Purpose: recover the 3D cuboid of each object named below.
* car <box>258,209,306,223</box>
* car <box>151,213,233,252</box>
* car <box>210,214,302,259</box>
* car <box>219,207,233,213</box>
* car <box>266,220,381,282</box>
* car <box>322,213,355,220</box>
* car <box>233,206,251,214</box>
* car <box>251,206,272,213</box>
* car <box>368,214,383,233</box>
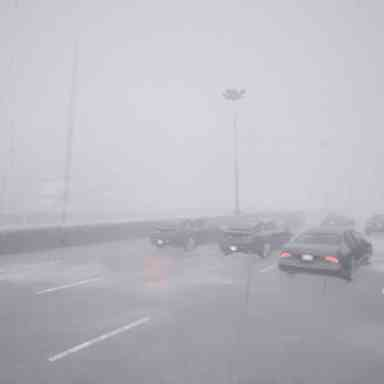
[{"bbox_3d":[7.674,2.373,27.187,2.033,1.411,5.357,-1,-2,36],"label":"car"},{"bbox_3d":[0.046,2.011,16.572,1.837,1.490,4.892,-2,-2,36],"label":"car"},{"bbox_3d":[3.019,1.945,14.708,1.837,1.490,4.892,-2,-2,36],"label":"car"},{"bbox_3d":[7.158,3.503,62.457,2.033,1.411,5.357,-2,-2,36],"label":"car"},{"bbox_3d":[4.570,1.861,10.913,2.033,1.411,5.357,-1,-2,36],"label":"car"},{"bbox_3d":[11.927,2.375,27.057,1.994,1.385,4.181,-2,-2,36],"label":"car"},{"bbox_3d":[10.016,3.362,60.478,1.882,1.535,5.008,-2,-2,36],"label":"car"},{"bbox_3d":[12.897,3.305,58.506,2.128,1.511,4.902,-2,-2,36],"label":"car"},{"bbox_3d":[13.350,2.227,23.093,2.033,1.411,5.357,-2,-2,36],"label":"car"}]
